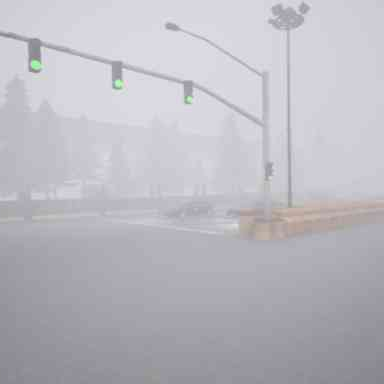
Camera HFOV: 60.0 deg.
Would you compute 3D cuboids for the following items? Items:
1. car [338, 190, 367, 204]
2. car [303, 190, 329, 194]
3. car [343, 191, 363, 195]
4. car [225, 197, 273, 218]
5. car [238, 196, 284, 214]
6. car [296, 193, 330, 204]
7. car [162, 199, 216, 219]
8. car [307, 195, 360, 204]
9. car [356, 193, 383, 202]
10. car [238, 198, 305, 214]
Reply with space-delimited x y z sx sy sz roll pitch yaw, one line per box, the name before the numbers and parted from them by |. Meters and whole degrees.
car | 22.317 0.645 46.182 4.892 1.490 1.837 -5 3 -40
car | 14.380 0.812 39.423 5.566 2.045 2.150 -2 1 -40
car | 19.932 0.941 39.568 4.902 1.511 2.128 -3 2 -40
car | 5.088 1.332 26.922 5.357 1.411 2.033 -1 0 -40
car | 6.929 1.234 33.080 4.892 1.490 1.837 -1 0 -40
car | 12.268 1.166 33.028 4.902 1.511 2.128 -1 0 -40
car | -0.175 1.342 27.047 4.892 1.490 1.837 -1 0 -40
car | 12.113 1.230 28.300 4.674 1.442 1.812 -1 0 -40
car | 19.128 1.076 34.283 4.892 1.490 1.837 -2 1 -40
car | 5.443 1.370 22.634 4.181 1.385 1.994 -1 0 -40
